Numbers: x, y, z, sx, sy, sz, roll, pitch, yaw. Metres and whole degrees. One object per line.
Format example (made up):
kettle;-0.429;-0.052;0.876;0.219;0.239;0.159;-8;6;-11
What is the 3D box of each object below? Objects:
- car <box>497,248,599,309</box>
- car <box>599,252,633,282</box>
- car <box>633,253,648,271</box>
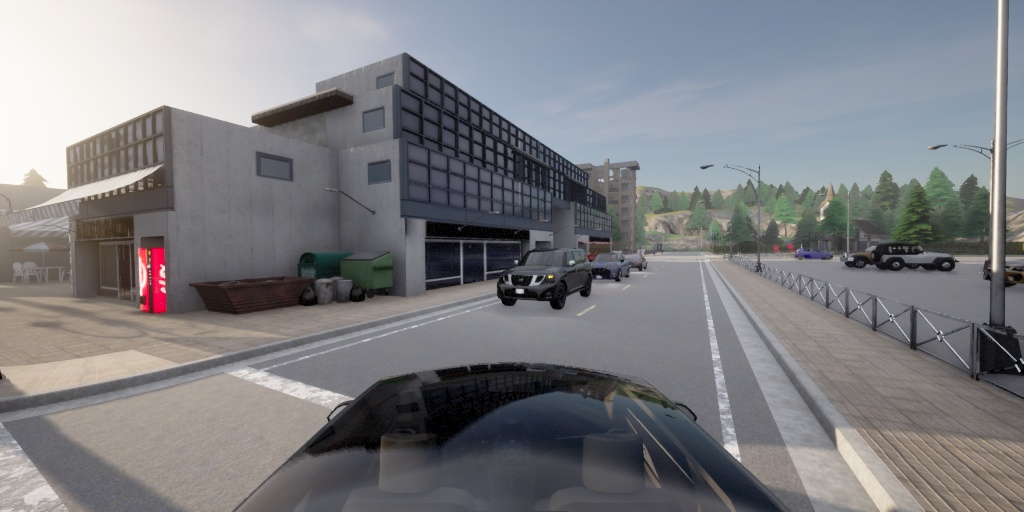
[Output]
car;1.515;0.705;13.909;2.150;2.045;5.566;0;1;27
car;6.042;0.583;22.642;2.097;1.767;4.553;0;1;27
car;10.755;0.494;31.724;1.812;1.442;4.674;0;1;28
